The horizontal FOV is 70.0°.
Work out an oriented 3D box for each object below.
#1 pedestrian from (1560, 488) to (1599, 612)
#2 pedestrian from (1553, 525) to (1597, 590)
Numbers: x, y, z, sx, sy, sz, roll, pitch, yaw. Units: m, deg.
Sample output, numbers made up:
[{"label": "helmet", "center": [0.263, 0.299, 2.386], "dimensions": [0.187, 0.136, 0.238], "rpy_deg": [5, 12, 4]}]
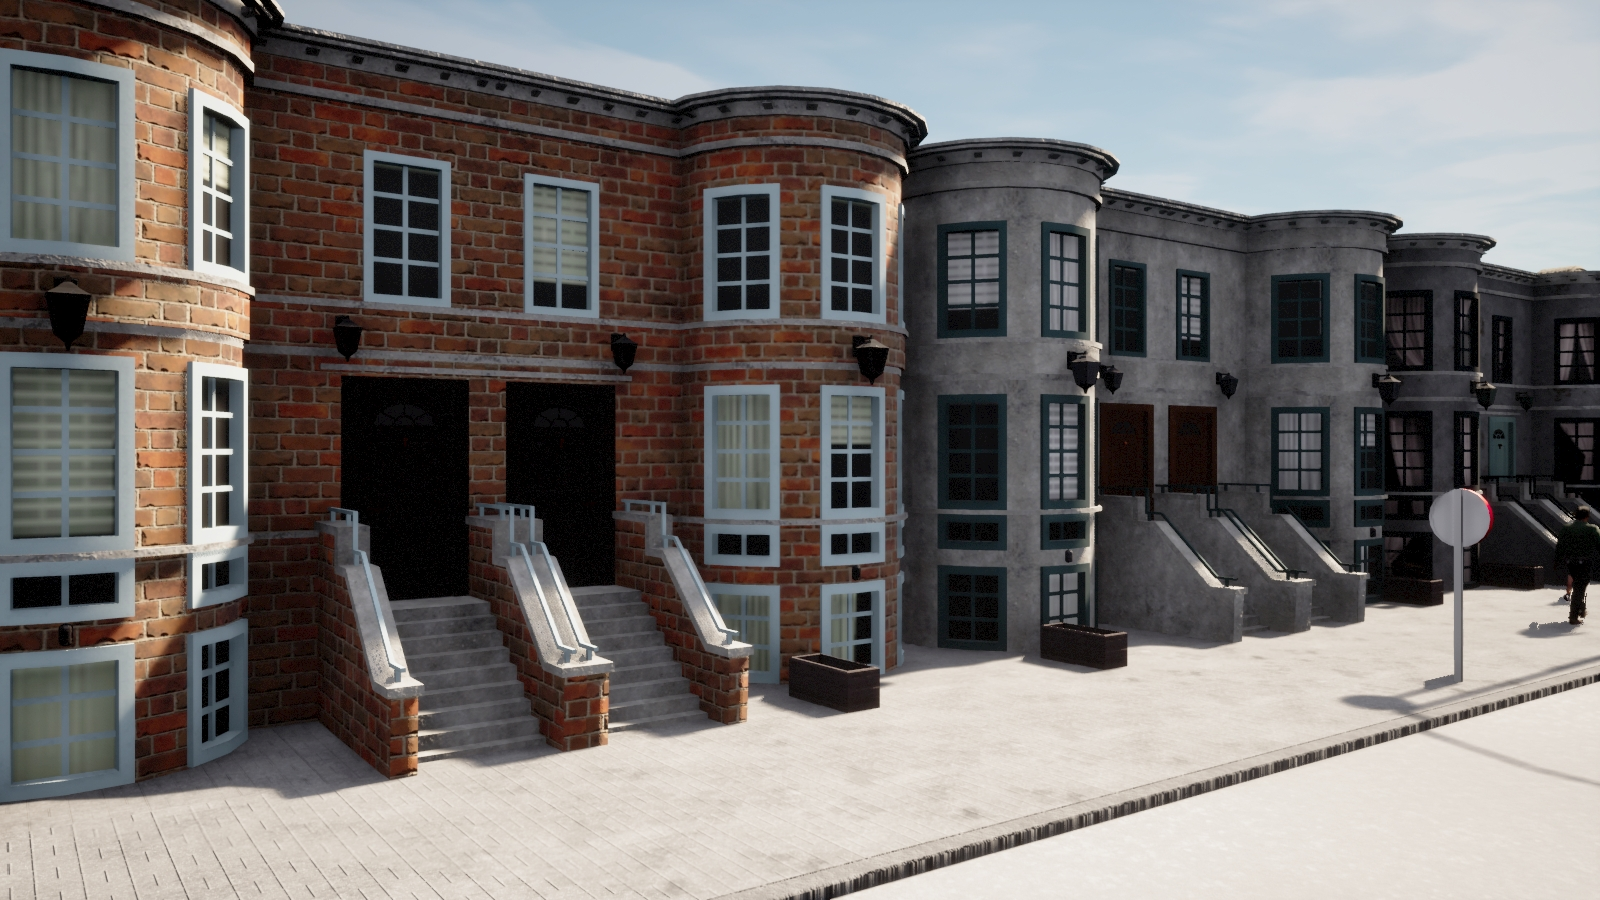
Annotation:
[{"label": "pedestrian", "center": [12.005, 1.524, 17.589], "dimensions": [0.375, 1.860, 0.375], "rpy_deg": [0, 0, -31]}, {"label": "pedestrian", "center": [13.835, 1.904, 20.401], "dimensions": [0.500, 1.100, 0.500], "rpy_deg": [0, 0, -34]}]
